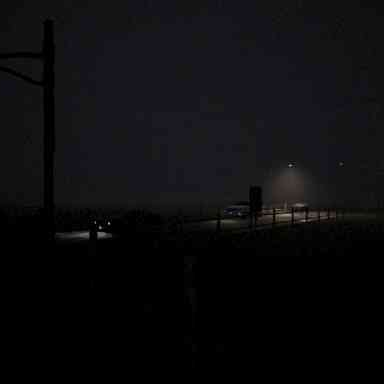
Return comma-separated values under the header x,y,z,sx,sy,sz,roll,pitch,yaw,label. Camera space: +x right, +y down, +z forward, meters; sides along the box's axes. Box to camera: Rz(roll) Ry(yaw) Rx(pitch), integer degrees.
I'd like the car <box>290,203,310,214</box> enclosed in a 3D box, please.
x,y,z,sx,sy,sz,roll,pitch,yaw,label
16.728,2.529,51.468,2.128,1.511,4.902,0,-1,36,car

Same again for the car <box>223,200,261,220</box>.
x,y,z,sx,sy,sz,roll,pitch,yaw,label
5.571,1.887,36.335,2.150,2.045,5.566,0,-1,36,car

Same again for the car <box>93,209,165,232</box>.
x,y,z,sx,sy,sz,roll,pitch,yaw,label
-4.170,1.894,23.008,2.033,1.411,5.357,0,-1,36,car
